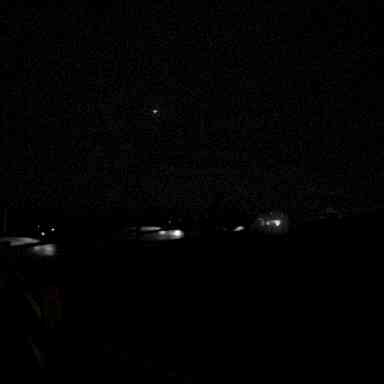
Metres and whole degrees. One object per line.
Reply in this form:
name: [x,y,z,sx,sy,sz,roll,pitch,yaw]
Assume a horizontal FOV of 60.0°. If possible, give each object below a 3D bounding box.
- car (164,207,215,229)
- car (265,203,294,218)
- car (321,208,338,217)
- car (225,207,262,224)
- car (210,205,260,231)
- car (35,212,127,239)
car: [-0.350,2.194,28.071,1.837,1.490,4.892,3,0,36]
car: [12.022,2.533,45.142,2.150,2.045,5.566,3,0,38]
car: [22.956,3.354,55.379,1.812,1.442,4.674,3,1,37]
car: [5.760,2.512,36.523,1.837,1.490,4.892,3,0,37]
car: [3.264,2.112,28.054,2.150,2.045,5.566,3,0,36]
car: [-6.321,1.918,19.785,2.033,1.411,5.357,3,0,36]
